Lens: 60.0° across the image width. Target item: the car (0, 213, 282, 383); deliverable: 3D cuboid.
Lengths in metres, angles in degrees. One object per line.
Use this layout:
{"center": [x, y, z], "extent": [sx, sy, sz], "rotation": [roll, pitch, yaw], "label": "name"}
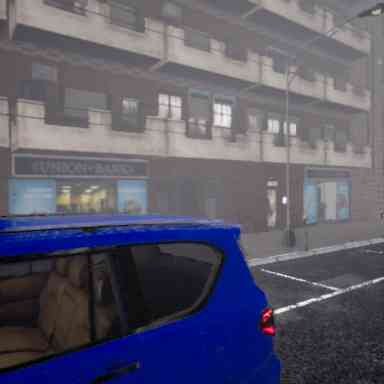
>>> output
{"center": [-1.848, 1.224, 2.058], "extent": [5.566, 2.045, 2.150], "rotation": [0, 0, -35], "label": "car"}
